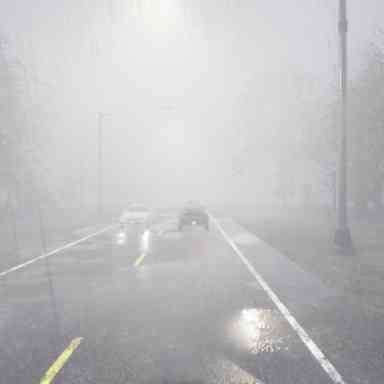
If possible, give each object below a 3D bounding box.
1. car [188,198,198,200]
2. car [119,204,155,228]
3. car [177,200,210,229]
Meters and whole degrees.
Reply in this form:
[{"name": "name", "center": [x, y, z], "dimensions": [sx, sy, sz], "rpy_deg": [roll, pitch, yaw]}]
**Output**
[{"name": "car", "center": [0.112, 1.556, 45.855], "dimensions": [1.882, 1.535, 5.008], "rpy_deg": [0, 0, 0]}, {"name": "car", "center": [-3.582, 1.565, 22.412], "dimensions": [1.812, 1.442, 4.674], "rpy_deg": [0, 0, 0]}, {"name": "car", "center": [0.107, 1.544, 21.988], "dimensions": [1.837, 1.490, 4.892], "rpy_deg": [0, 0, 0]}]
